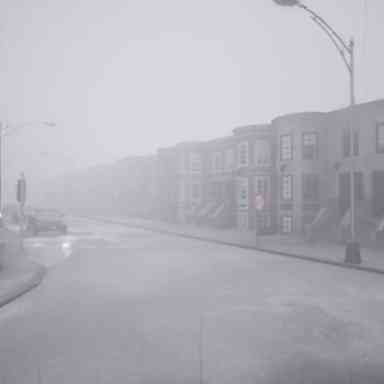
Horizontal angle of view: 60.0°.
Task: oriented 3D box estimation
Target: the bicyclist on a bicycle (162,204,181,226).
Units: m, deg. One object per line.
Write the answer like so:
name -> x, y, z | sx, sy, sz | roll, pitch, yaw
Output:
bicyclist on a bicycle -> -1.492, 1.726, 24.557 | 1.656, 1.620, 0.582 | 0, -1, -33

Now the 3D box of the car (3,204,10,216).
car -> -22.322, 2.149, 41.250 | 2.033, 1.411, 5.357 | 1, -1, -33

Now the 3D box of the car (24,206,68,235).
car -> -9.308, 1.840, 21.198 | 1.812, 1.442, 4.674 | 1, -1, -34

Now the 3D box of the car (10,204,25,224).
car -> -14.594, 1.956, 29.294 | 1.812, 1.442, 4.674 | 1, -1, -33
